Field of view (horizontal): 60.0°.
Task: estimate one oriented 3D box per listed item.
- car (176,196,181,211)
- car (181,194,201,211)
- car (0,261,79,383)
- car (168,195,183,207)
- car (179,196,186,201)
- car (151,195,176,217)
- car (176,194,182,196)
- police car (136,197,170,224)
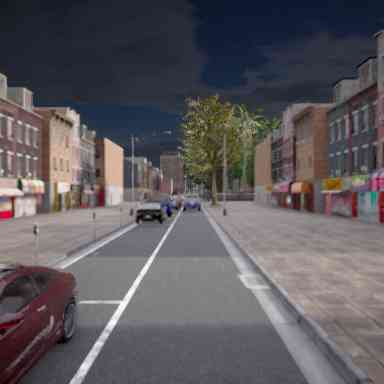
[{"bbox_3d":[-2.625,1.631,43.146,1.887,1.381,4.507,0,0,0],"label":"car"},{"bbox_3d":[0.028,1.442,41.886,2.097,1.767,4.553,0,0,0],"label":"car"},{"bbox_3d":[-2.636,1.590,3.864,1.802,1.307,4.206,0,0,0],"label":"car"},{"bbox_3d":[-2.622,1.426,54.370,2.192,1.841,5.009,0,0,0],"label":"car"},{"bbox_3d":[-2.626,1.734,92.366,1.752,1.417,4.829,0,0,0],"label":"car"},{"bbox_3d":[-2.973,1.292,32.176,2.150,2.045,5.566,0,0,0],"label":"car"},{"bbox_3d":[-2.624,1.413,48.758,2.192,1.841,5.009,0,0,0],"label":"car"},{"bbox_3d":[-3.002,1.474,25.255,1.930,1.638,5.238,0,0,0],"label":"police car"}]
